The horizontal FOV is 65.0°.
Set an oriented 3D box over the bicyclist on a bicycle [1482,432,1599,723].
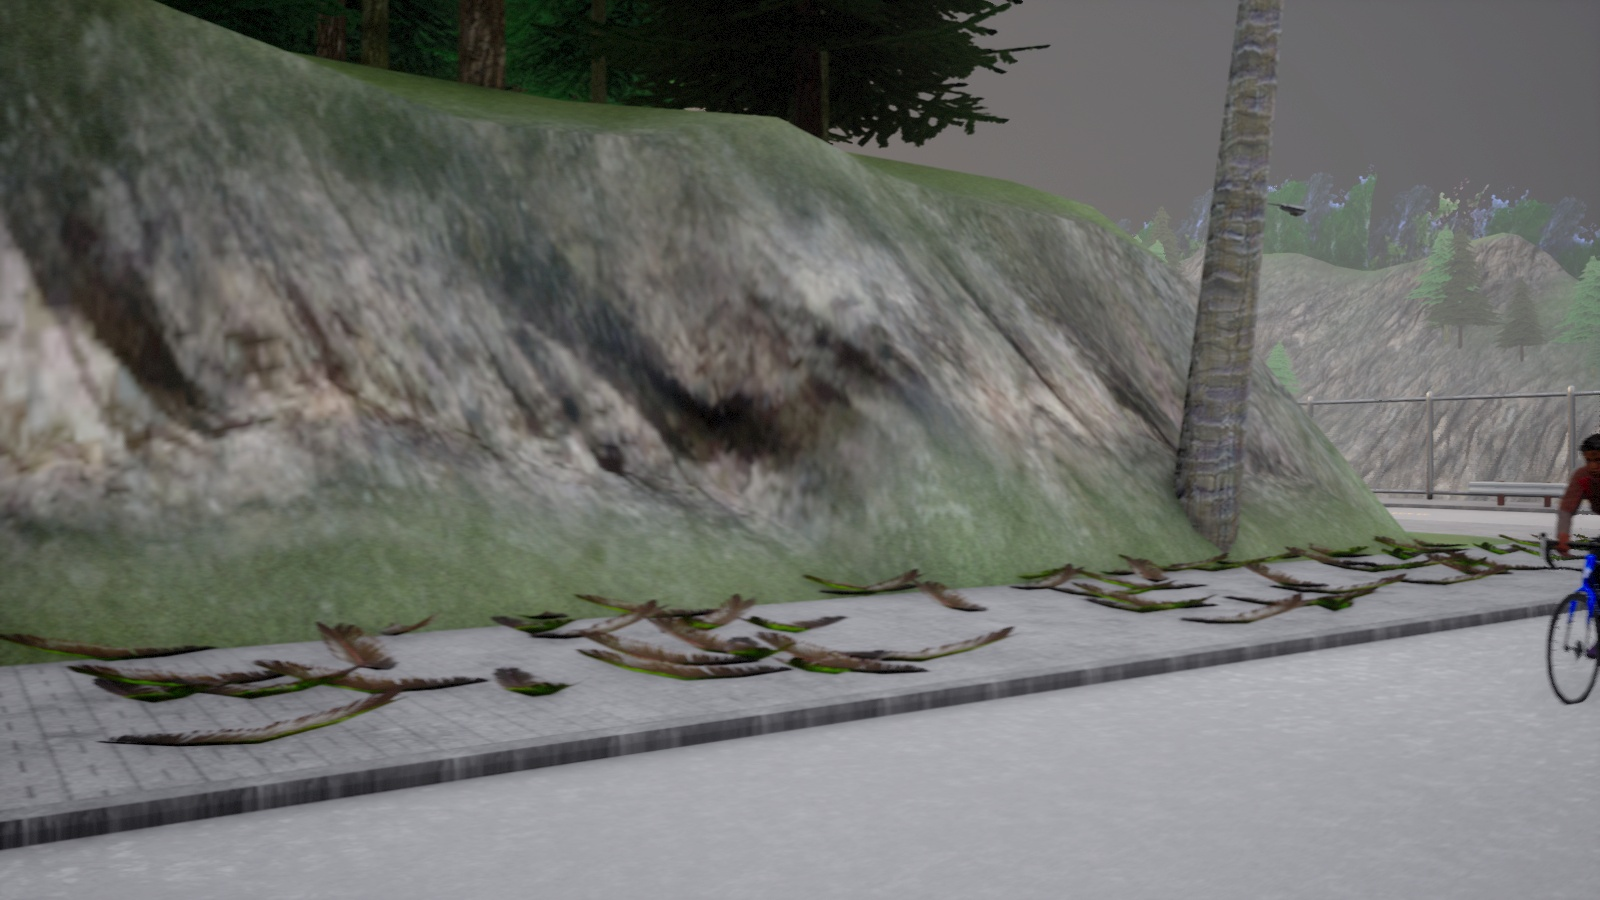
[{"bbox_3d":[4.895,0.704,7.685,1.656,1.620,0.582,0,0,-35],"label":"bicyclist on a bicycle"}]
